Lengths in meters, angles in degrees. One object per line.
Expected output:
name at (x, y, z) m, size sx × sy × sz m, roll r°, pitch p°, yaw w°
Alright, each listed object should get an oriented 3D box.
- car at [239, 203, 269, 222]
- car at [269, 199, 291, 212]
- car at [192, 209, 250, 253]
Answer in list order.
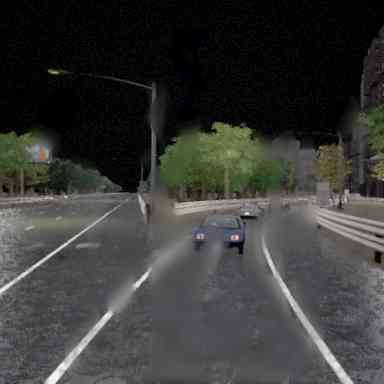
car at (4.805, 1.599, 27.004) m, size 1.994 × 1.385 × 4.181 m, roll 0°, pitch 0°, yaw 19°
car at (10.636, 1.554, 40.156) m, size 2.128 × 1.511 × 4.902 m, roll 0°, pitch 0°, yaw 29°
car at (1.298, 1.613, 13.843) m, size 1.895 × 1.301 × 4.718 m, roll 0°, pitch 0°, yaw 10°
